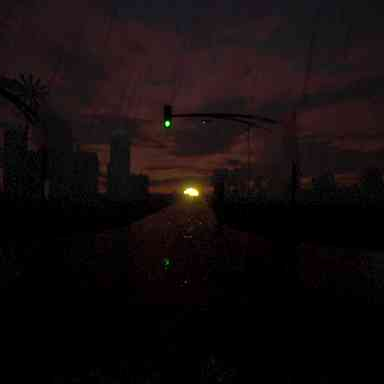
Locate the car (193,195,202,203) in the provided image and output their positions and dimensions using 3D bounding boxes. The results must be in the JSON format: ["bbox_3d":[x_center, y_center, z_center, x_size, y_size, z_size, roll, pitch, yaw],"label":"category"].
[{"bbox_3d":[1.164,1.454,68.875,1.837,1.490,4.892,0,0,1],"label":"car"}]

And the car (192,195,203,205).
[{"bbox_3d":[0.982,1.499,58.455,2.033,1.411,5.357,0,0,1],"label":"car"}]
